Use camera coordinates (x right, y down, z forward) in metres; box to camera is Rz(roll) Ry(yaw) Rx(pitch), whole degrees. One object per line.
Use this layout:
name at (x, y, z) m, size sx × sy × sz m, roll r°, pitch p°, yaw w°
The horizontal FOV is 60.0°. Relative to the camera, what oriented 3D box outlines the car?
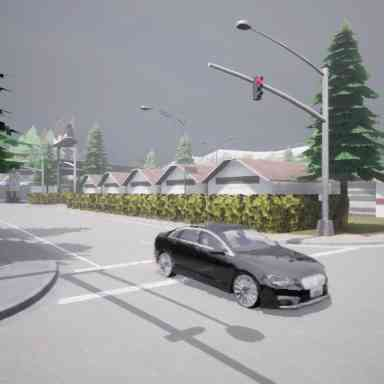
car at (0.846, 1.558, 8.129) m, size 2.128 × 1.511 × 4.902 m, roll 0°, pitch 1°, yaw -37°
